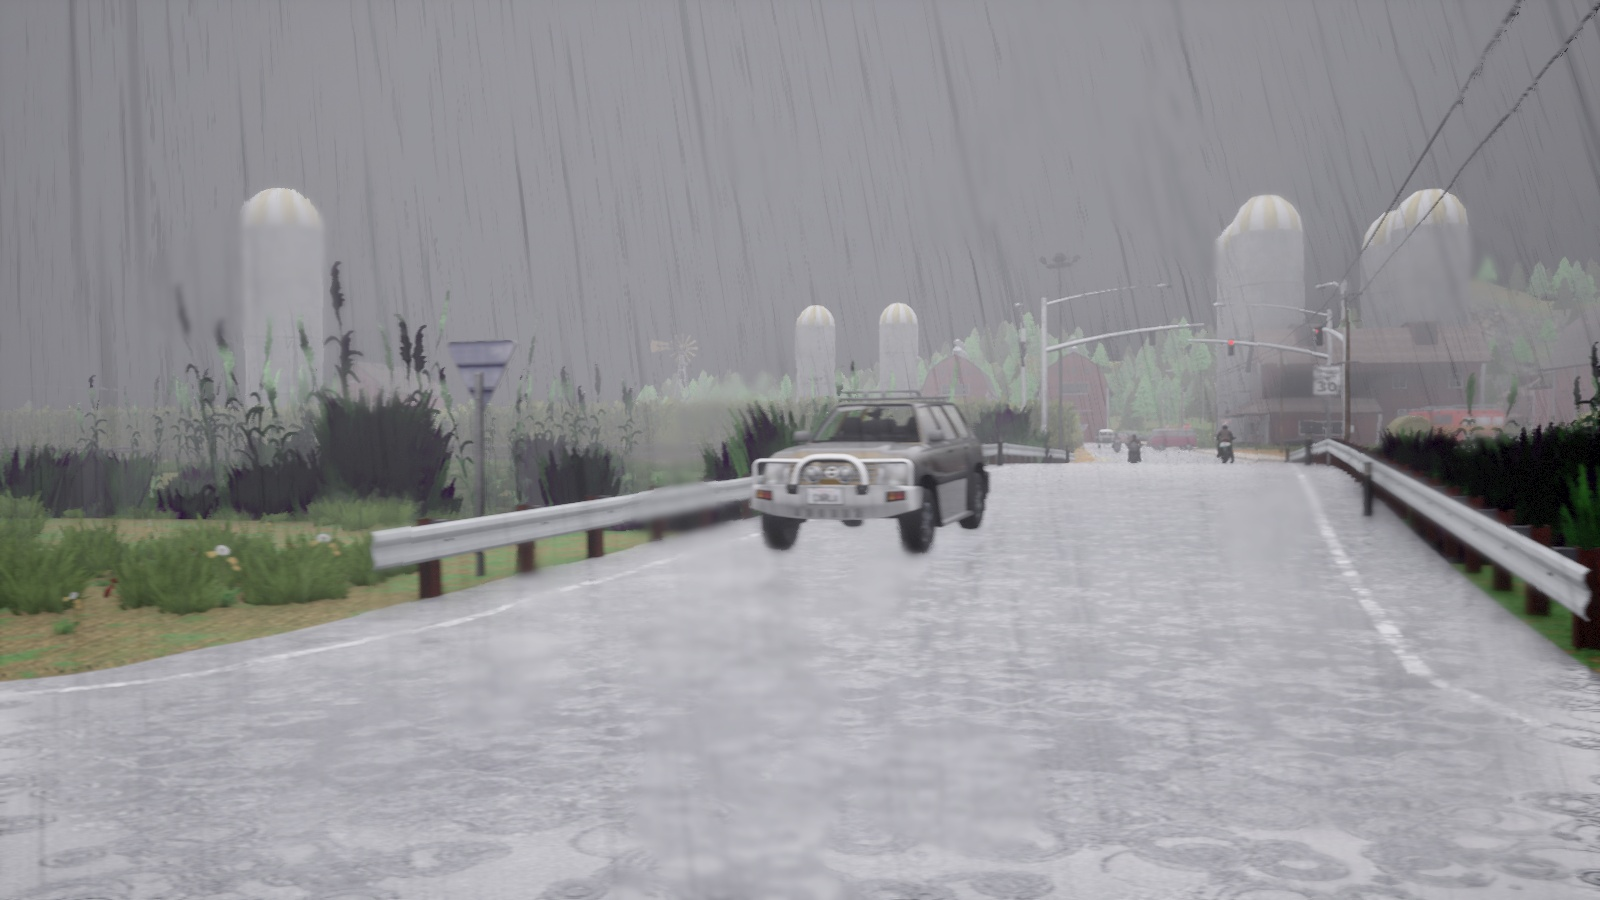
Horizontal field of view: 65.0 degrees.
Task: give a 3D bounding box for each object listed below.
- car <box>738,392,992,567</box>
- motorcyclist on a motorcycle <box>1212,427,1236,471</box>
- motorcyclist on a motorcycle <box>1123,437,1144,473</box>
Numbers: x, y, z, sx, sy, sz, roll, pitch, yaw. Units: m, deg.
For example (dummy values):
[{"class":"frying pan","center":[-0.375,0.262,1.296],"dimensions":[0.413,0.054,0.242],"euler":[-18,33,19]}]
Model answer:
[{"class":"car","center":[1.008,0.210,15.746],"dimensions":[1.932,1.855,4.605],"euler":[0,2,20]},{"class":"motorcyclist on a motorcycle","center":[15.409,-0.035,45.645],"dimensions":[0.797,1.523,2.044],"euler":[0,-2,18]},{"class":"motorcyclist on a motorcycle","center":[14.428,0.199,54.305],"dimensions":[0.797,1.523,2.044],"euler":[0,0,17]}]
